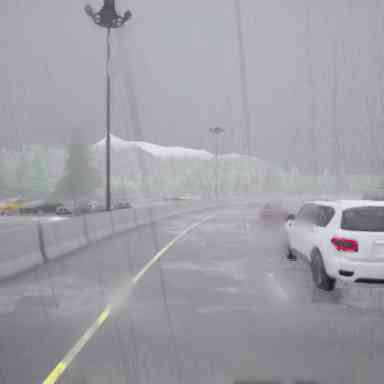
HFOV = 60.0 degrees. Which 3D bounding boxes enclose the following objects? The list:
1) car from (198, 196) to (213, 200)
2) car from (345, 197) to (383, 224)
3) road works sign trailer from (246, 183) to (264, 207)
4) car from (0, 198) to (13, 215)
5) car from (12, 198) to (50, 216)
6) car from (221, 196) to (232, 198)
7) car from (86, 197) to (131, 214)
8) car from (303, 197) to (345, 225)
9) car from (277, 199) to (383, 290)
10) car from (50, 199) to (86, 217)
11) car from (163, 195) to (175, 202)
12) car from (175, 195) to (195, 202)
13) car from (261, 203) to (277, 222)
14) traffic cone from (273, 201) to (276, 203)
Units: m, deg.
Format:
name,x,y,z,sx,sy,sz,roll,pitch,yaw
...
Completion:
name,x,y,z,sx,sy,sz,roll,pitch,yaw
car,2.879,1.442,69.295,1.994,1.385,4.181,0,0,25
car,13.431,1.348,25.435,2.097,1.767,4.553,0,0,11
road works sign trailer,9.637,0.408,50.416,2.380,3.560,2.880,0,0,23
car,-17.493,1.374,32.280,1.882,1.535,5.008,0,0,12
car,-14.100,1.385,31.424,1.882,1.535,5.008,0,0,12
car,7.119,1.432,69.864,1.994,1.385,4.181,0,0,27
car,-7.229,1.281,30.091,2.097,1.767,4.553,0,0,12
car,9.796,1.338,25.100,2.097,1.767,4.553,0,0,11
car,4.046,1.218,9.123,2.150,2.045,5.566,0,0,4
car,-10.682,1.482,30.658,1.994,1.385,4.181,0,0,12
car,-4.409,1.341,70.346,1.882,1.535,5.008,0,0,25
car,-0.968,1.353,69.410,1.882,1.535,5.008,0,0,25
car,6.374,1.539,25.806,1.994,1.385,4.181,0,0,11
traffic cone,13.774,1.901,56.255,0.340,0.580,0.340,0,0,23
